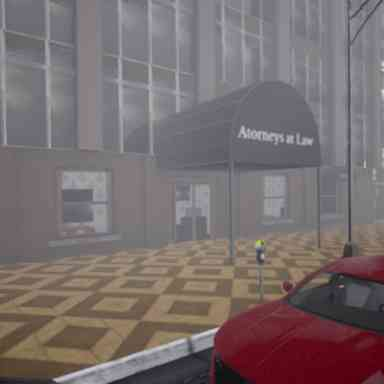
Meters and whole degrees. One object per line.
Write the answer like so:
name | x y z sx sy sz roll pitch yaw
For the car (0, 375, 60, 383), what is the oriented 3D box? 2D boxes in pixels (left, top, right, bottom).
car | -2.375 1.568 0.749 4.313 1.339 1.947 0 0 -36

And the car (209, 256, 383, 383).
car | 2.246 1.538 4.057 4.507 1.381 1.887 0 0 -36
